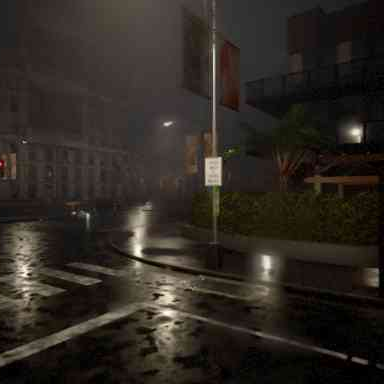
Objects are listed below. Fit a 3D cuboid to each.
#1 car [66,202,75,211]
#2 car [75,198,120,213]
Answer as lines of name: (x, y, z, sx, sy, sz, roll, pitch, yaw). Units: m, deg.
car: (-13.043, 1.501, 40.865, 1.882, 1.535, 5.008, 0, 0, 35)
car: (-10.546, 1.526, 38.323, 1.837, 1.490, 4.892, 0, 0, 36)
